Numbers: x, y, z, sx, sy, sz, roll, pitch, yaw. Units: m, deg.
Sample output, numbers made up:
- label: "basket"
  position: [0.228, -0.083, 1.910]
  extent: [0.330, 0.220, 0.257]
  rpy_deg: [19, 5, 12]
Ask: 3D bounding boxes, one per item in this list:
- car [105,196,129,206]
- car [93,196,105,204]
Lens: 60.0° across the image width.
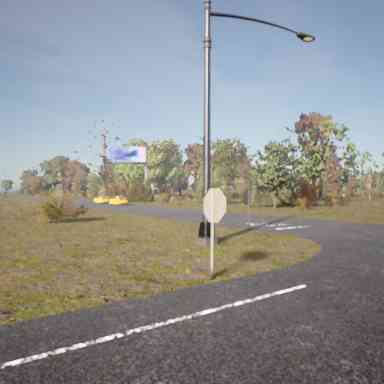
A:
- label: "car"
  position: [-11.935, 1.396, 54.103]
  extent: [1.882, 1.535, 5.008]
  rpy_deg: [0, 0, -33]
- label: "car"
  position: [-16.512, 1.381, 60.845]
  extent: [1.882, 1.535, 5.008]
  rpy_deg: [0, 0, -34]
